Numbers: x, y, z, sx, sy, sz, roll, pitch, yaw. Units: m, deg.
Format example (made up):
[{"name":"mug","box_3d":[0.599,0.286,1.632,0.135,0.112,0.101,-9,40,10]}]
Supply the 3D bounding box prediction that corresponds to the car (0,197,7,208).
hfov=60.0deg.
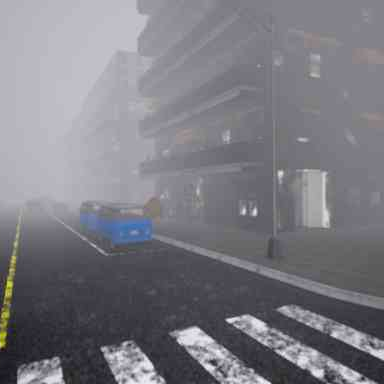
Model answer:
[{"name":"car","box_3d":[-35.832,1.948,60.978,2.192,1.841,5.009,-2,0,-27]}]

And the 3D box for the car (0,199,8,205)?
[{"name":"car","box_3d":[-45.929,2.390,80.979,1.802,1.307,4.206,-2,0,-27]}]

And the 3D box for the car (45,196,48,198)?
[{"name":"car","box_3d":[-25.824,1.742,59.724,2.192,1.841,5.009,-2,1,-27]}]

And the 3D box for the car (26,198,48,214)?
[{"name":"car","box_3d":[-19.159,1.849,40.797,1.812,1.442,4.674,-1,0,-27]}]

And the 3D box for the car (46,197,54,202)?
[{"name":"car","box_3d":[-20.845,1.867,49.876,1.752,1.417,4.829,-2,1,-27]}]

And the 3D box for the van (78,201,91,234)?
[{"name":"van","box_3d":[-5.628,1.422,19.717,1.690,1.788,3.998,-2,1,-27]}]

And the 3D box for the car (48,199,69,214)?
[{"name":"car","box_3d":[-15.718,1.835,39.723,1.802,1.307,4.206,-2,1,-27]}]

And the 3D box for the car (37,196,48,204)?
[{"name":"car","box_3d":[-35.922,1.917,79.728,2.192,1.841,5.009,-2,1,-27]}]

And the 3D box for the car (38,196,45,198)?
[{"name":"car","box_3d":[-23.722,1.753,49.859,2.097,1.767,4.553,-1,0,-28]}]

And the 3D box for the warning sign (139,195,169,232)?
[{"name":"warning sign","box_3d":[-2.063,1.125,17.974,1.300,1.860,1.060,0,0,-27]}]

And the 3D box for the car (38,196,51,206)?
[{"name":"car","box_3d":[-30.873,1.830,69.726,2.192,1.841,5.009,-2,1,-27]}]

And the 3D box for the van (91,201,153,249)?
[{"name":"van","box_3d":[-3.104,1.379,14.715,1.690,1.788,3.998,-2,1,-27]}]
